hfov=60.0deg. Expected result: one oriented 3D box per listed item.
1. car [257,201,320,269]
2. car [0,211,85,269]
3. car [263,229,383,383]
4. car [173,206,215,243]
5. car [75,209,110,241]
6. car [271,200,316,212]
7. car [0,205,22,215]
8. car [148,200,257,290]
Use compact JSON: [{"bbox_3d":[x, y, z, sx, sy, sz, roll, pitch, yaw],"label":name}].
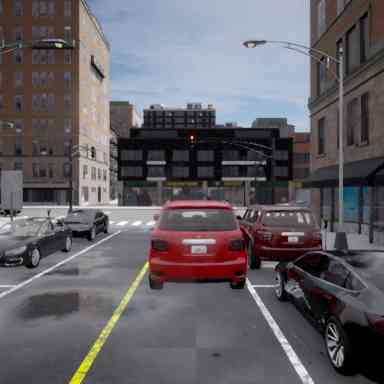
[{"bbox_3d":[2.637,1.314,11.054,2.192,1.841,5.009,0,0,0],"label":"car"},{"bbox_3d":[-5.388,1.550,11.055,2.008,1.369,4.403,0,0,0],"label":"car"},{"bbox_3d":[2.636,1.566,5.392,1.947,1.339,4.313,0,0,0],"label":"car"},{"bbox_3d":[0.092,1.525,16.972,1.812,1.442,4.674,0,0,0],"label":"car"},{"bbox_3d":[-5.387,1.565,16.717,1.947,1.339,4.313,0,0,0],"label":"car"},{"bbox_3d":[11.841,1.667,39.044,4.718,1.301,1.895,0,0,0],"label":"car"},{"bbox_3d":[-17.512,1.523,28.959,4.718,1.301,1.895,0,0,0],"label":"car"},{"bbox_3d":[0.080,1.221,9.213,2.150,2.045,5.566,0,0,-1],"label":"car"}]
